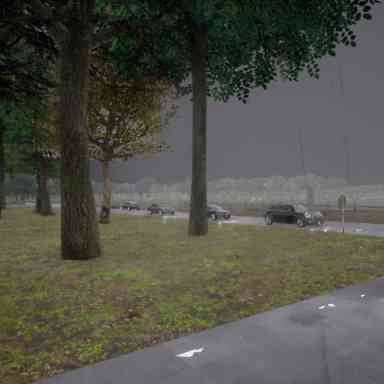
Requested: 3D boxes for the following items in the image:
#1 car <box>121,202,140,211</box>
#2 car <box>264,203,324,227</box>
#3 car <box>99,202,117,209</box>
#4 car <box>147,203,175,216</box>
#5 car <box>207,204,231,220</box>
[{"bbox_3d":[-10.638,2.434,57.146,1.837,1.490,4.892,-1,0,-35],"label":"car"},{"bbox_3d":[7.820,1.687,25.698,2.097,1.767,4.553,-1,0,-35],"label":"car"},{"bbox_3d":[-16.586,2.652,65.620,2.033,1.411,5.357,-1,0,-35],"label":"car"},{"bbox_3d":[-3.994,2.213,42.564,1.837,1.490,4.892,-1,0,-35],"label":"car"},{"bbox_3d":[1.953,2.028,34.069,1.837,1.490,4.892,-1,0,-35],"label":"car"}]
